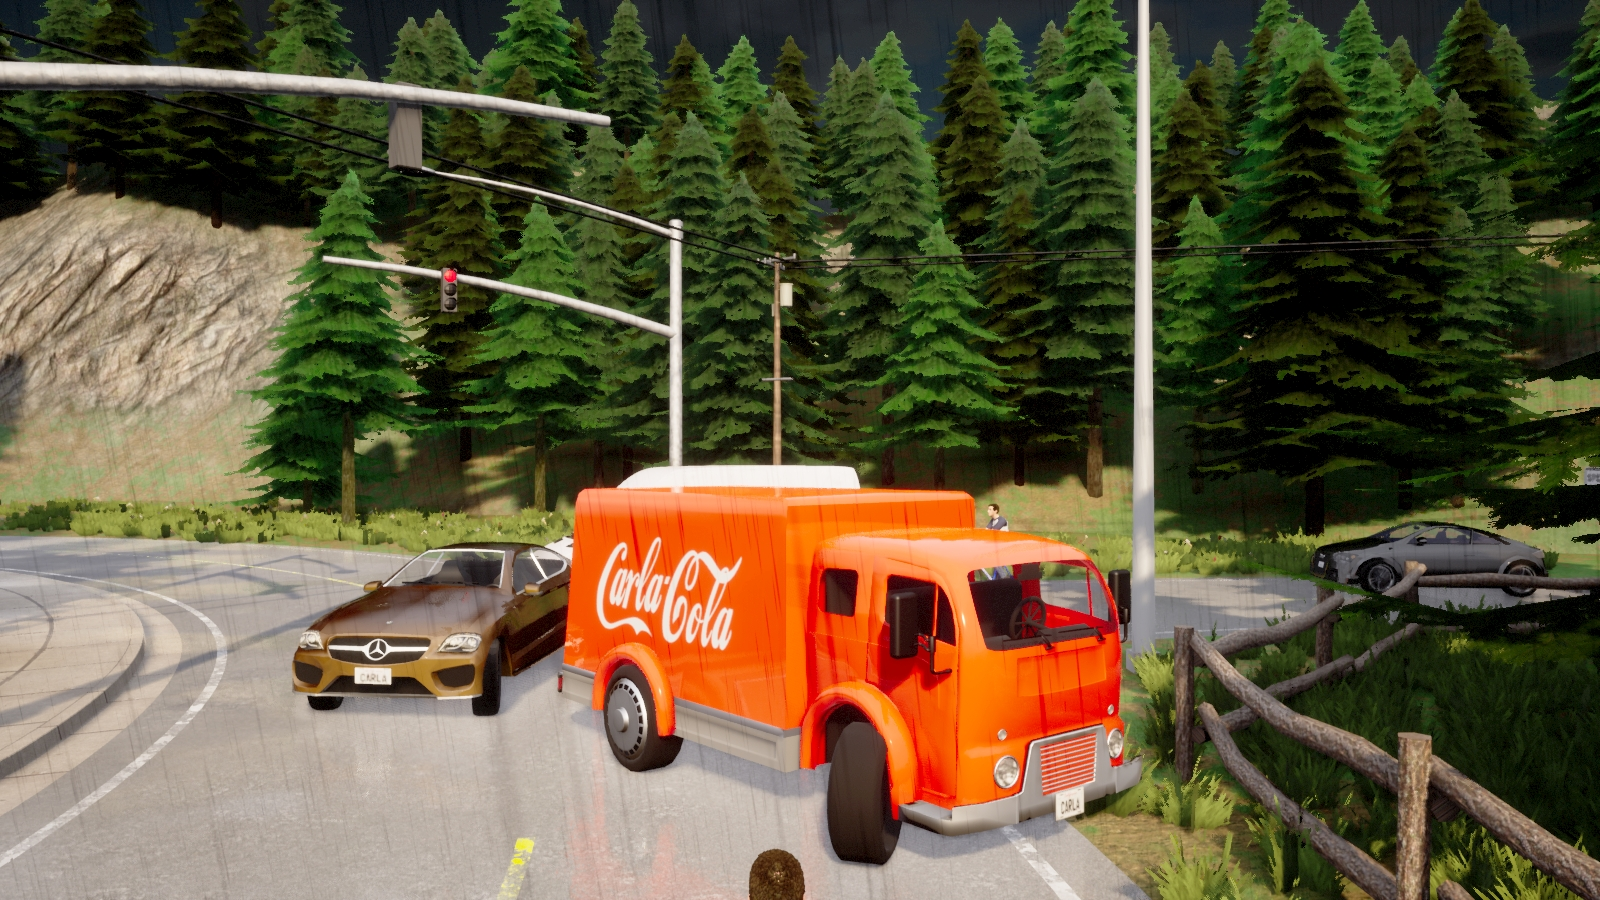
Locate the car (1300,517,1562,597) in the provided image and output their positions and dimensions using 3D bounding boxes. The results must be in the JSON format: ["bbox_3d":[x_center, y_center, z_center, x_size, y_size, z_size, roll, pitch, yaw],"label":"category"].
[{"bbox_3d":[12.589,2.119,23.051,4.181,1.385,1.994,0,0,6],"label":"car"}]

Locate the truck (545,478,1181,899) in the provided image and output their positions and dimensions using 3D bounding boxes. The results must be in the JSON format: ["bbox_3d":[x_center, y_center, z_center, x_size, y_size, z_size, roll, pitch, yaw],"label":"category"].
[{"bbox_3d":[0.202,1.542,9.769,2.627,2.467,5.204,0,0,-39],"label":"truck"}]

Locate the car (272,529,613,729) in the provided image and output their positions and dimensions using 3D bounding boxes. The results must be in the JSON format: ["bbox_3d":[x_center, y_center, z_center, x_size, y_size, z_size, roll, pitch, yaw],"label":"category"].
[{"bbox_3d":[-4.038,1.970,14.038,2.152,1.651,5.027,0,0,6],"label":"car"}]

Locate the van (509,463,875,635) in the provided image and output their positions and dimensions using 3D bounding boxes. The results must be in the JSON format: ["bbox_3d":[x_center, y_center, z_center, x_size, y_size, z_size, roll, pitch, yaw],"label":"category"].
[{"bbox_3d":[-1.776,1.528,19.549,5.915,2.561,1.988,0,0,-27],"label":"van"}]

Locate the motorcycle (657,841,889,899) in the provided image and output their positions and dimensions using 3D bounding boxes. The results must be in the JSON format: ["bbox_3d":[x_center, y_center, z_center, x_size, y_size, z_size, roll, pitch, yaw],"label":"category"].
[{"bbox_3d":[-0.074,2.159,3.526,0.803,1.199,2.033,0,0,-2],"label":"motorcycle"}]
